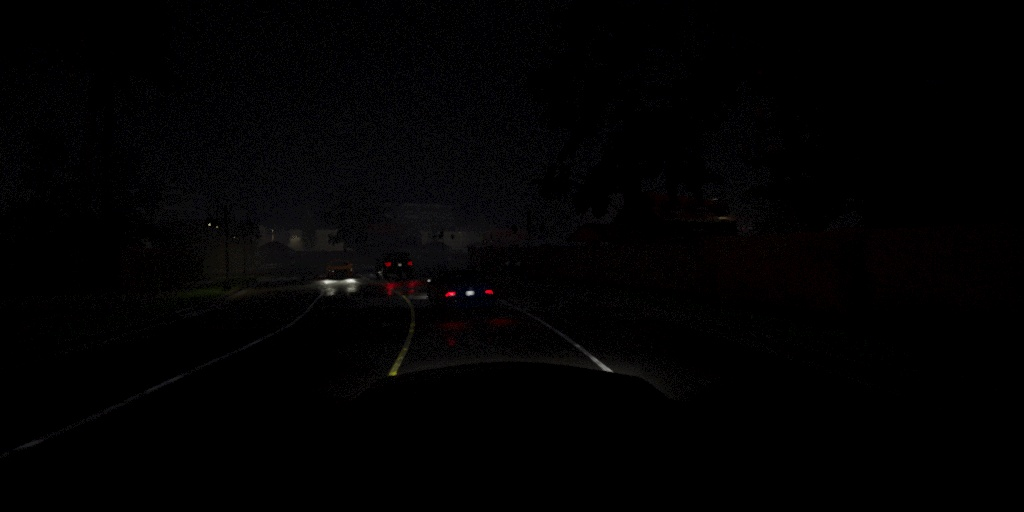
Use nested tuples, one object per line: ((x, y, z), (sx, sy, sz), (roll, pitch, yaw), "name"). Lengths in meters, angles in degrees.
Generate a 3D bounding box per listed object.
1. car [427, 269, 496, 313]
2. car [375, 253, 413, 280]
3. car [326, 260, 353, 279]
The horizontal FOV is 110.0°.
((-2.068, 1.181, 13.507), (2.033, 1.411, 5.357), (-1, 1, -18), "car")
((-9.524, 0.774, 28.714), (2.150, 2.045, 5.566), (-1, 0, -29), "car")
((-15.108, 1.103, 31.337), (1.882, 1.535, 5.008), (-1, 1, -29), "car")
